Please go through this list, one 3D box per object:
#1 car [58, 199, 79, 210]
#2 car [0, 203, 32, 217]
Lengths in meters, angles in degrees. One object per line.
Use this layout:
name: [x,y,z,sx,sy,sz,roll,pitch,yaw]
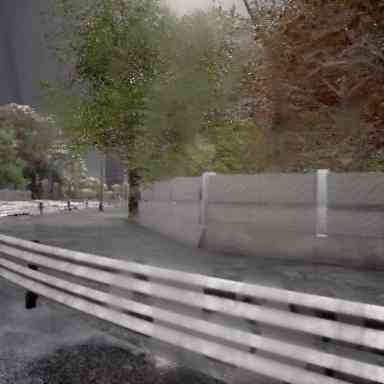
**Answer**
car: [-19.597,1.932,52.865,2.097,1.767,4.553,1,-1,-3]
car: [-18.268,1.831,34.447,1.994,1.385,4.181,1,-1,-6]
